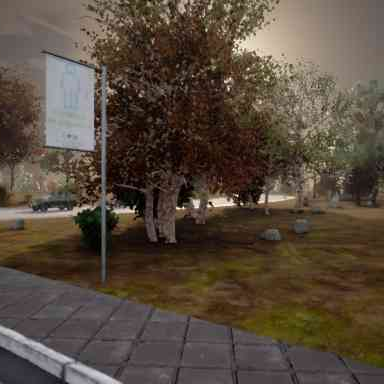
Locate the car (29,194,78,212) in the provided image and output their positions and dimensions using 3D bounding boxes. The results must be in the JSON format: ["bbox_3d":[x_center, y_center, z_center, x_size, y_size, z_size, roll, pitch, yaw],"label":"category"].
[{"bbox_3d":[-16.546,1.212,39.955,2.150,2.045,5.566,0,0,38],"label":"car"}]

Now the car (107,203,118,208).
[{"bbox_3d":[-10.155,1.462,48.182,1.837,1.490,4.892,0,0,37],"label":"car"}]
